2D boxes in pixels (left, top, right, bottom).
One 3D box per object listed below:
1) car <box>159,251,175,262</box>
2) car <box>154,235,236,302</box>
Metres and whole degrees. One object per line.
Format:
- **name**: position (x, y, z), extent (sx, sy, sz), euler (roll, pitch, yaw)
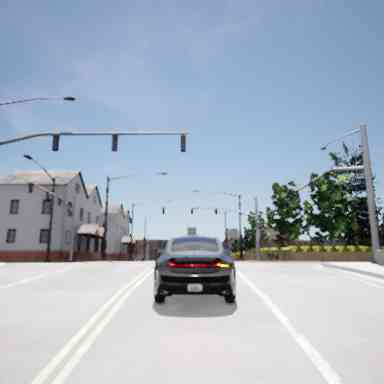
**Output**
- **car**: position (-3.580, 9.359, 48.389), extent (1.812, 1.442, 4.674), euler (0, -11, 0)
- **car**: position (0.071, 1.947, 9.089), extent (1.837, 1.490, 4.892), euler (0, -7, 0)
